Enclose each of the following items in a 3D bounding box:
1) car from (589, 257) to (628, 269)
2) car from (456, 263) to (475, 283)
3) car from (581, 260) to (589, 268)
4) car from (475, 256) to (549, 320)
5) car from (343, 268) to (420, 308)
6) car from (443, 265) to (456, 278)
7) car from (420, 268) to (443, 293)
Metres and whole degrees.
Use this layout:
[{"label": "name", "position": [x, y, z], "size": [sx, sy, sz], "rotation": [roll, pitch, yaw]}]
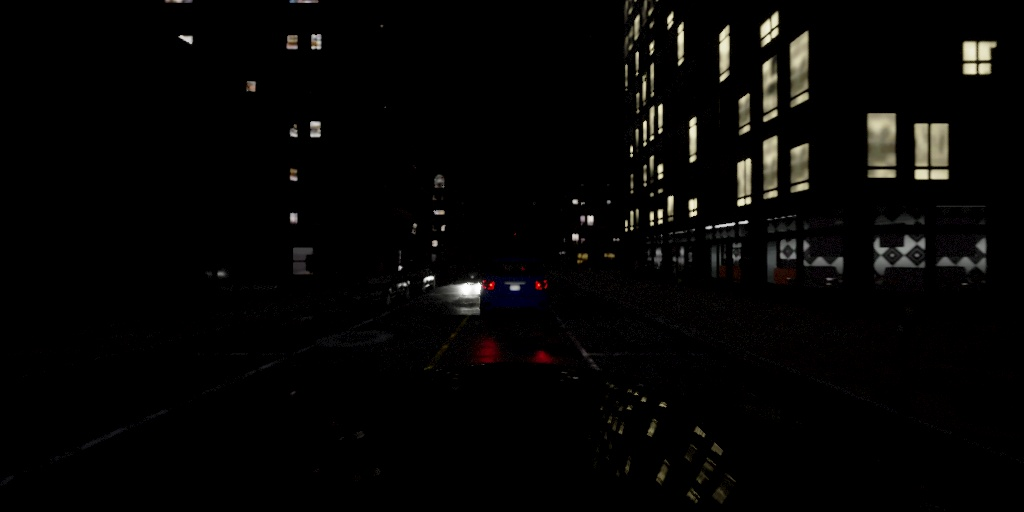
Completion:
[{"label": "car", "position": [14.779, 1.033, 54.000], "size": [5.009, 1.841, 2.192], "rotation": [0, 0, 0]}, {"label": "car", "position": [-3.057, 1.377, 30.171], "size": [2.128, 1.511, 4.902], "rotation": [0, 0, 0]}, {"label": "car", "position": [14.655, 1.060, 62.380], "size": [5.009, 1.841, 2.192], "rotation": [0, 0, 0]}, {"label": "car", "position": [0.096, 1.026, 13.092], "size": [2.150, 2.045, 5.566], "rotation": [0, 0, 0]}, {"label": "car", "position": [-5.674, 1.365, 15.482], "size": [2.007, 1.370, 4.403], "rotation": [0, 0, 0]}, {"label": "car", "position": [-5.699, 1.487, 34.047], "size": [1.802, 1.307, 4.207], "rotation": [0, 0, 0]}, {"label": "car", "position": [-5.666, 1.392, 21.130], "size": [2.007, 1.370, 4.403], "rotation": [0, 0, 0]}]
